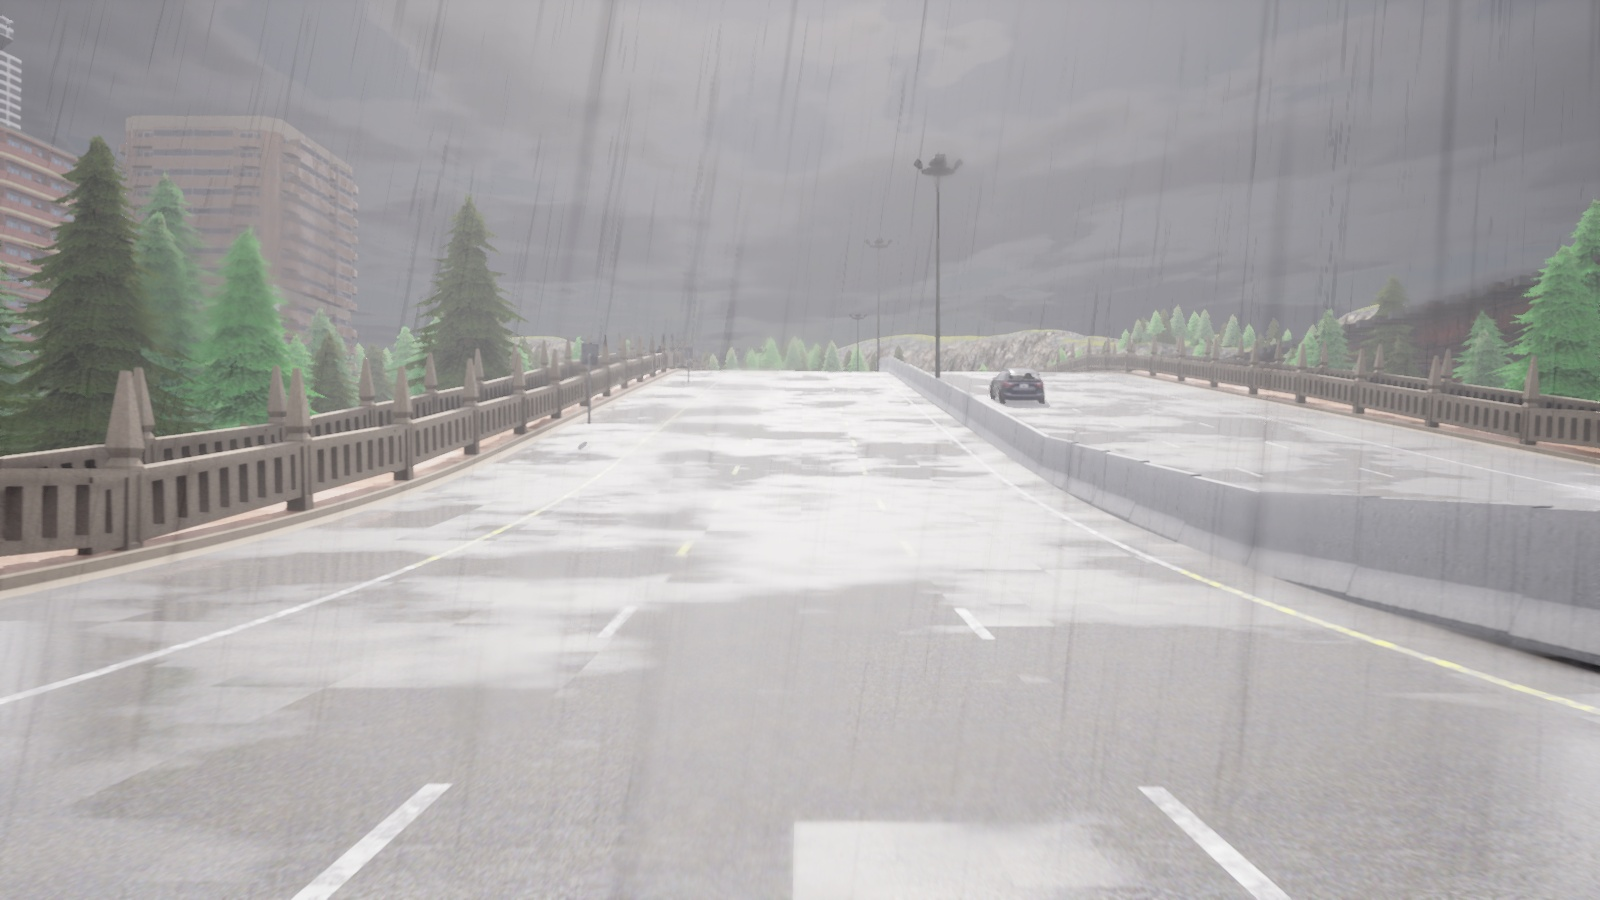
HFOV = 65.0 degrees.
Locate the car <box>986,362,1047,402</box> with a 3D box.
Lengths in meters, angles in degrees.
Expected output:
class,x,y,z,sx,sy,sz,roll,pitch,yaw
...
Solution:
class,x,y,z,sx,sy,sz,roll,pitch,yaw
car,10.589,-3.373,61.765,2.242,1.667,4.611,0,6,0
